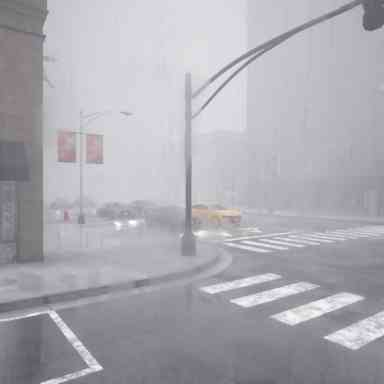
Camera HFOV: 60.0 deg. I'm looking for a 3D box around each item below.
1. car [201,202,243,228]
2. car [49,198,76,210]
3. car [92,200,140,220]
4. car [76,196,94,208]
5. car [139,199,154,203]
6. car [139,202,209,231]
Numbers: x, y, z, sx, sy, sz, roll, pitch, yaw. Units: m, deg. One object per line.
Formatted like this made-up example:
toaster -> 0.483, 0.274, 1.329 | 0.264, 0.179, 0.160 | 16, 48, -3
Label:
car -> 1.298, 1.451, 22.518 | 1.882, 1.535, 5.008 | 0, 0, -35
car -> -16.399, 1.465, 41.556 | 1.812, 1.442, 4.674 | 0, 0, -36
car -> -6.355, 1.528, 27.564 | 1.994, 1.385, 4.181 | 0, 0, -37
car -> -14.281, 1.285, 44.185 | 2.097, 1.767, 4.553 | 0, 0, -35
car -> -4.279, 1.461, 30.252 | 1.837, 1.490, 4.892 | 0, 1, -36
car -> -1.210, 1.542, 20.437 | 1.994, 1.385, 4.181 | 0, 0, -36
